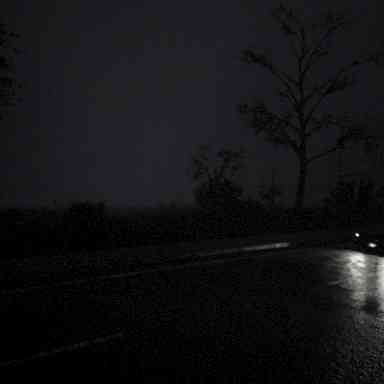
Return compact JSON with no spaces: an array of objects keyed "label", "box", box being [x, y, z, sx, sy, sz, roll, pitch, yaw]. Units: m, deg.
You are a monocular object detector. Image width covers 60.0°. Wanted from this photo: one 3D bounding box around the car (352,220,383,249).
[{"label":"car","box":[8.830,1.526,13.213,5.357,1.411,2.033,0,0,-28]}]
